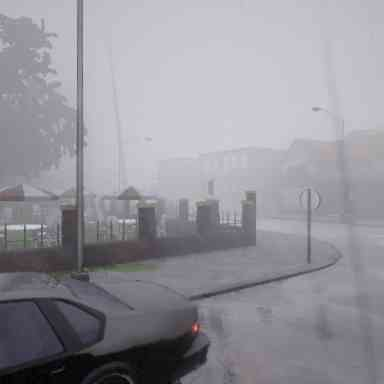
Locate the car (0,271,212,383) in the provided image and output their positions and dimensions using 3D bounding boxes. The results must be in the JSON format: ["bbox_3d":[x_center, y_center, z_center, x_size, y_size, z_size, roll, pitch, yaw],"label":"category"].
[{"bbox_3d":[-2.347,1.547,2.931,5.357,1.411,2.033,0,0,-36],"label":"car"}]

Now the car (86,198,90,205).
[{"bbox_3d":[-16.199,1.510,50.386,1.837,1.490,4.892,0,0,-36],"label":"car"}]

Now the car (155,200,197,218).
[{"bbox_3d":[-1.477,1.491,29.633,2.128,1.511,4.902,0,0,-36],"label":"car"}]

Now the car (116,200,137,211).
[{"bbox_3d":[-7.546,1.547,38.129,2.033,1.411,5.357,0,0,-36],"label":"car"}]
